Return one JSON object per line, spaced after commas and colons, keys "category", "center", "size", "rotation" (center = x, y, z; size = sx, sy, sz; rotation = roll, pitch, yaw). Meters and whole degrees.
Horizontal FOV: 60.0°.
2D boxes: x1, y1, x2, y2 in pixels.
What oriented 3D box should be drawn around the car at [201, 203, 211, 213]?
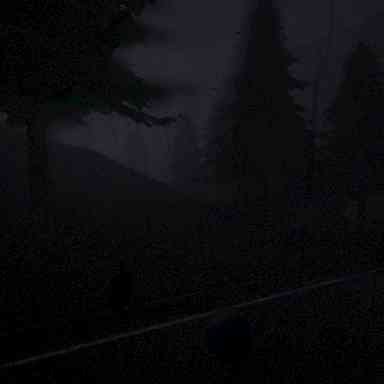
{"category": "car", "center": [3.101, 1.707, 38.629], "size": [1.882, 1.535, 5.008], "rotation": [1, 0, -36]}
